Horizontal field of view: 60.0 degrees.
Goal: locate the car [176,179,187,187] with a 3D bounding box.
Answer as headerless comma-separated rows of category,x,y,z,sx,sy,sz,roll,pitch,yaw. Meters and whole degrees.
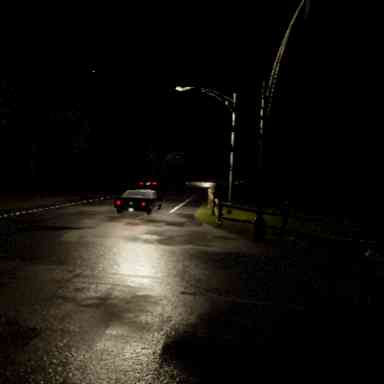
car,-2.096,-1.835,67.689,2.033,1.411,5.357,3,3,5

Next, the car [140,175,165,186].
car,-4.602,-0.890,39.147,2.150,2.045,5.566,3,2,5

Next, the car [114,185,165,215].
car,-2.923,0.516,19.382,1.895,1.301,4.718,3,3,5
